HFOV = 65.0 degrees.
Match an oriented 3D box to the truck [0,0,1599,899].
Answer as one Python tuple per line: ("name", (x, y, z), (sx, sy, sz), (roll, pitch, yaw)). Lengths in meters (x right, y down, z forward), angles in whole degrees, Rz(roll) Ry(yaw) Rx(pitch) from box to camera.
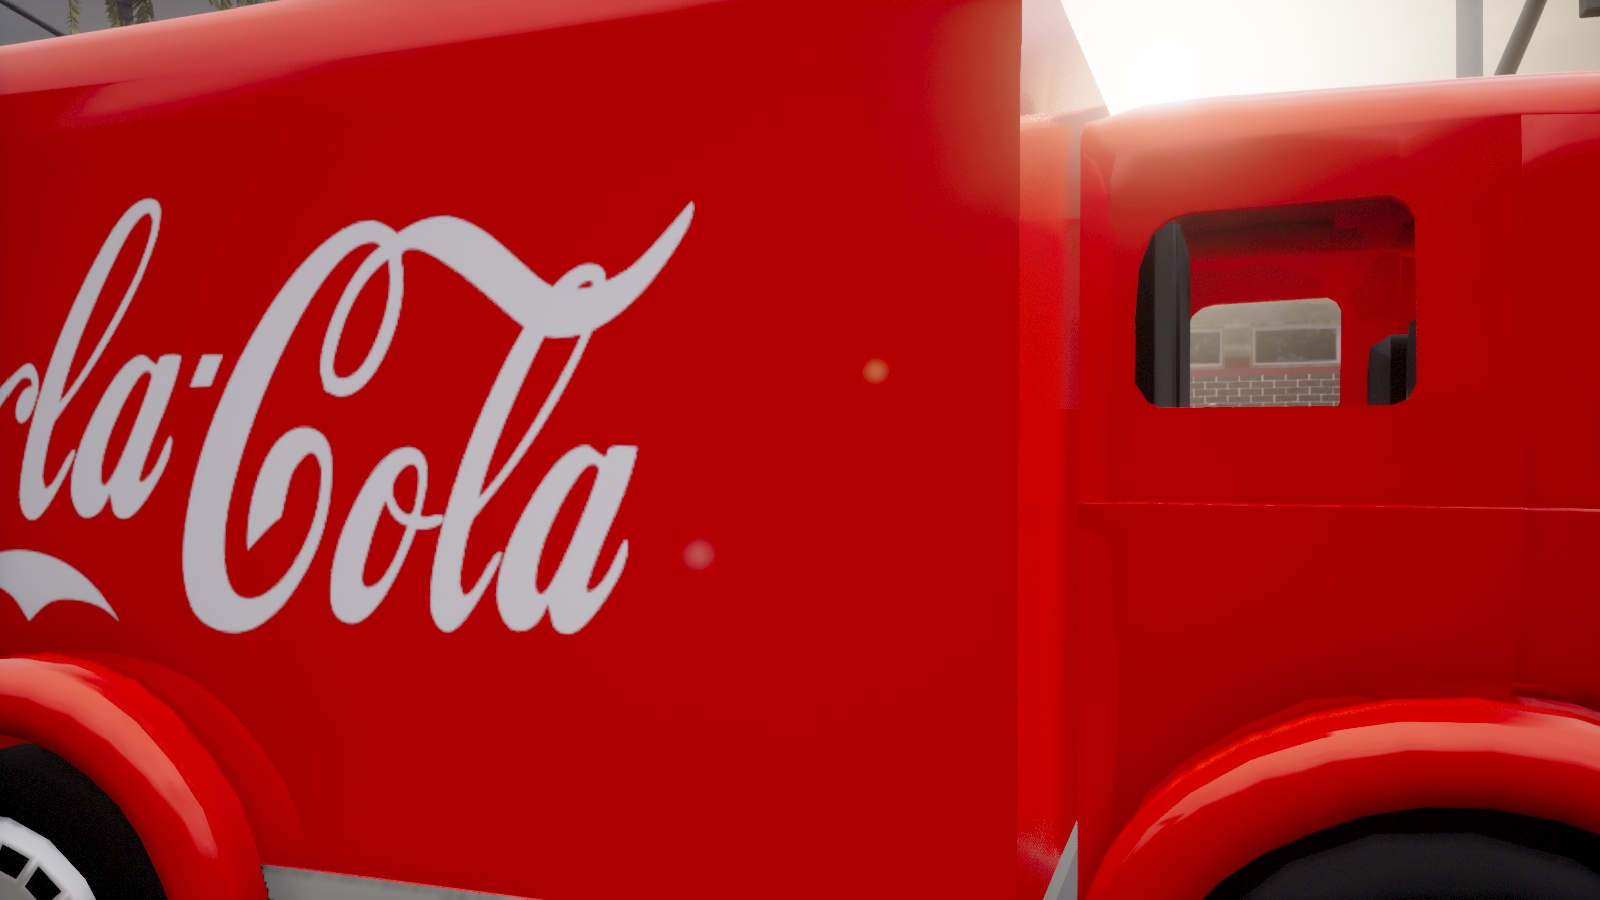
("truck", (-0.068, 0.283, 3.233), (5.204, 2.467, 2.627), (1, 1, 20))
